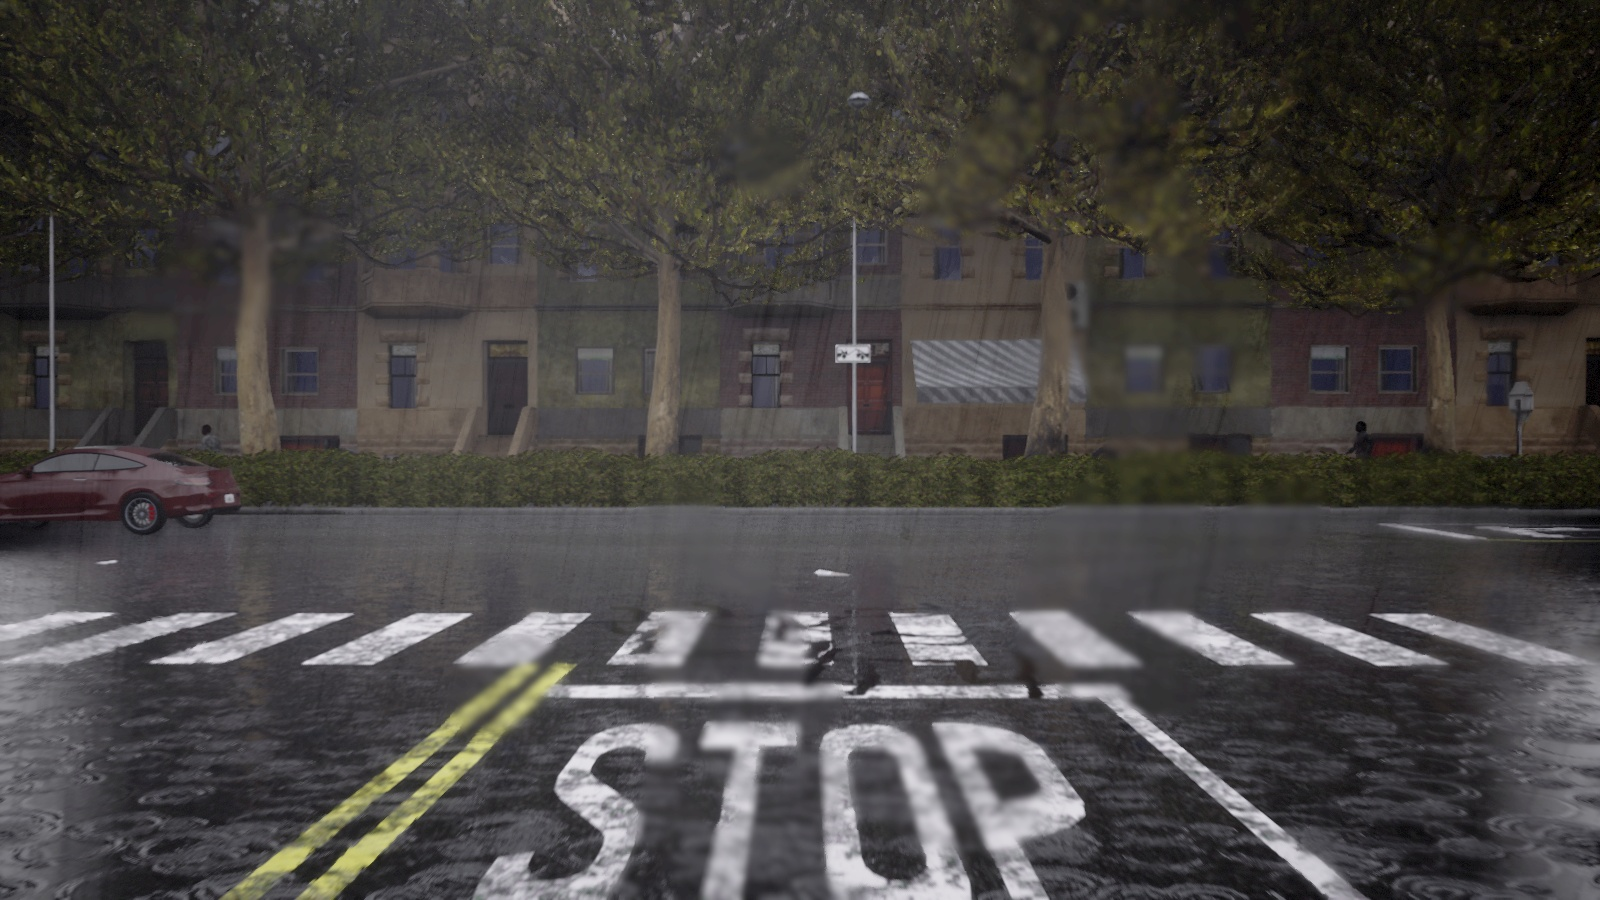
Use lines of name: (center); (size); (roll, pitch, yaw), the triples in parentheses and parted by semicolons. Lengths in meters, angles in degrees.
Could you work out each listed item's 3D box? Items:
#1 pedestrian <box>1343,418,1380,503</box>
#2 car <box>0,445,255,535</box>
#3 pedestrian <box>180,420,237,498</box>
pedestrian: (12.873, 0.240, 28.787); (0.666, 1.930, 0.402); (0, 0, 3)
car: (-11.899, 0.635, 21.116); (4.674, 1.442, 1.812); (0, 0, 1)
pedestrian: (-14.379, 0.207, 30.538); (0.900, 1.855, 0.874); (0, 0, 11)
